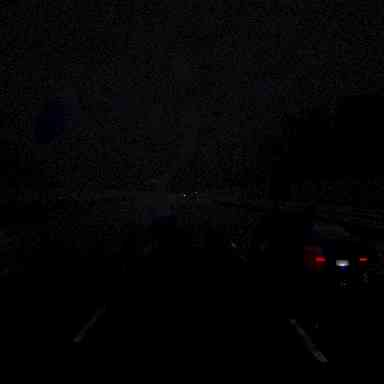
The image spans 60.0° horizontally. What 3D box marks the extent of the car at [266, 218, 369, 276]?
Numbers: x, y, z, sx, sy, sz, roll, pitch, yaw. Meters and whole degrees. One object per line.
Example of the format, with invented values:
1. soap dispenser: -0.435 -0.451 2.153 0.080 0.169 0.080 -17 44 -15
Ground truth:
1. car: 3.599 1.525 10.252 1.812 1.442 4.674 0 0 0

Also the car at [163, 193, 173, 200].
1. car: -7.017 1.251 95.156 2.150 2.045 5.566 0 0 0

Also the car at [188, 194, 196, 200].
1. car: -0.017 1.383 95.514 2.097 1.767 4.553 0 0 0

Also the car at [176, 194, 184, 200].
1. car: -3.517 1.552 95.126 2.128 1.511 4.902 0 0 0
